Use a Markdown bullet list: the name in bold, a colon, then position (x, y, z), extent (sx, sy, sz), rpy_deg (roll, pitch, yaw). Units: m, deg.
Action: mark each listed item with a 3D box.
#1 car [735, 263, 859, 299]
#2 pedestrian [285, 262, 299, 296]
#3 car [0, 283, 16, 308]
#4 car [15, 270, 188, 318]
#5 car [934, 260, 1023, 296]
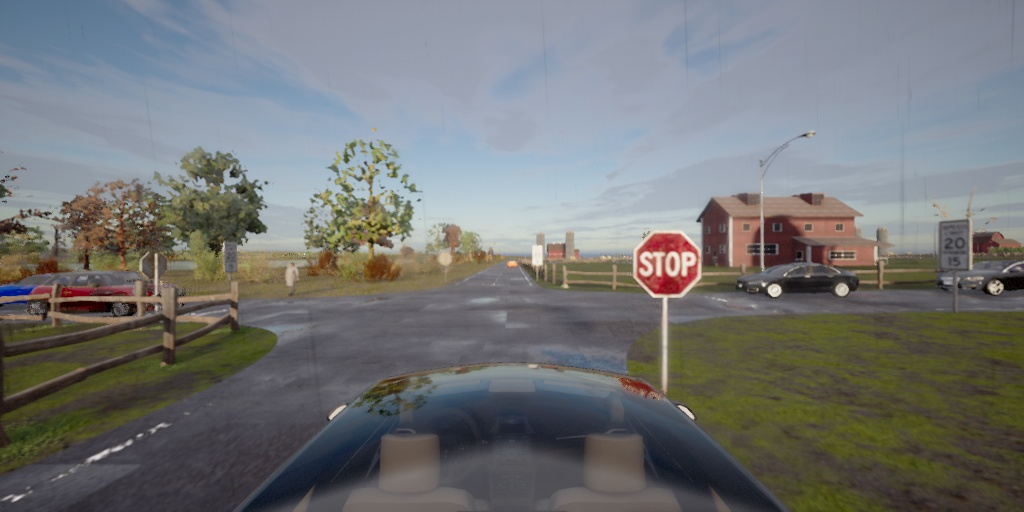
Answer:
- **car**: position (13.016, 1.099, 16.559), extent (4.892, 1.490, 1.837), rpy_deg (-1, 0, 2)
- **pedestrian**: position (-12.140, 1.240, 19.764), extent (0.375, 1.860, 0.375), rpy_deg (0, 1, 0)
- **car**: position (-21.519, 1.558, 16.847), extent (5.008, 1.535, 1.882), rpy_deg (-1, 0, 1)
- **car**: position (-15.362, 1.358, 13.831), extent (4.553, 1.767, 2.097), rpy_deg (-1, 0, 1)
- **car**: position (22.471, 0.948, 16.435), extent (4.902, 1.511, 2.128), rpy_deg (-1, 0, 1)
